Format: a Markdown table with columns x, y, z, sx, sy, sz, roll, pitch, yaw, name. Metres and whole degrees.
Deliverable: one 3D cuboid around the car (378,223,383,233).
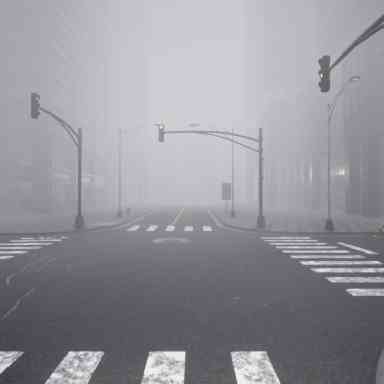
| x | y | z | sx | sy | sz | roll | pitch | yaw | name |
| --- | --- | --- | --- | --- | --- | --- | --- | --- | --- |
| 11.758 | 1.564 | 16.205 | 4.829 | 1.417 | 1.752 | 0 | -1 | 0 | car |
